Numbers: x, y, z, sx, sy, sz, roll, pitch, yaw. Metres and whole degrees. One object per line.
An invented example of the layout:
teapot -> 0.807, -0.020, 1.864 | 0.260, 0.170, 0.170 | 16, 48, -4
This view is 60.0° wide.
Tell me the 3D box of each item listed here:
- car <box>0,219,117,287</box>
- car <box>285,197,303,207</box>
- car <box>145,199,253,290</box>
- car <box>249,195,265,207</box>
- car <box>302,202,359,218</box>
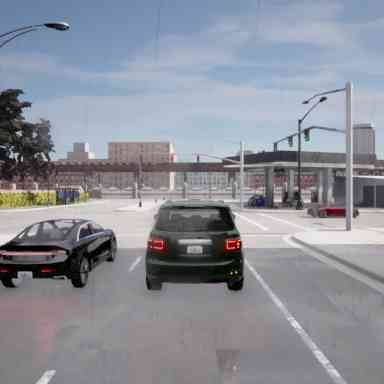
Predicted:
car -> -3.430, 1.491, 9.274 | 2.128, 1.511, 4.902 | 0, 0, 0
car -> 15.398, 1.455, 50.142 | 1.970, 1.475, 3.806 | 0, 0, 0
car -> 0.074, 1.221, 9.190 | 2.150, 2.045, 5.566 | 0, 0, 0
car -> 9.654, 1.295, 49.373 | 2.242, 1.667, 4.611 | 0, 0, 0
car -> 12.357, 1.564, 29.245 | 4.181, 1.385, 1.994 | 0, 0, -1
